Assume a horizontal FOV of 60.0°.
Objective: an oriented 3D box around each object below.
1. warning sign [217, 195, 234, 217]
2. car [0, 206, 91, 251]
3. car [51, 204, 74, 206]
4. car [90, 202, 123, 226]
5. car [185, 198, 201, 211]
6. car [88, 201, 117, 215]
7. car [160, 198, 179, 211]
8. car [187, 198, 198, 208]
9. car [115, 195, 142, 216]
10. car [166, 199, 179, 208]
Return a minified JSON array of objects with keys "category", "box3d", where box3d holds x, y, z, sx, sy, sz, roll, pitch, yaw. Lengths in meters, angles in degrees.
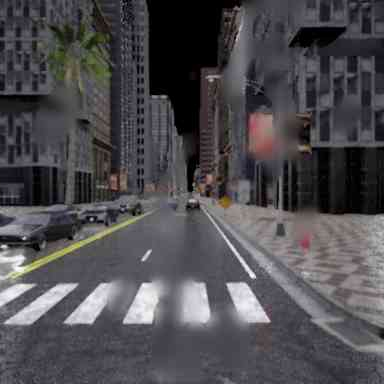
[{"category":"warning sign","box3d":[2.874,1.179,28.392,1.300,1.860,1.060,1,0,0]},{"category":"car","box3d":[-6.568,1.579,14.590,2.033,1.411,5.357,0,0,4]},{"category":"car","box3d":[-9.834,1.622,25.059,2.033,1.411,5.357,0,0,0]},{"category":"car","box3d":[-6.581,1.627,23.832,1.994,1.385,4.181,0,0,0]},{"category":"car","box3d":[0.124,1.659,44.619,1.882,1.535,5.008,0,0,0]},{"category":"car","box3d":[-9.816,1.742,36.929,1.895,1.301,4.718,0,0,0]},{"category":"car","box3d":[-3.127,1.539,44.533,2.097,1.767,4.553,0,0,0]},{"category":"car","box3d":[0.102,1.799,54.960,1.812,1.442,4.674,0,-1,0]},{"category":"car","box3d":[-6.570,1.341,34.527,2.150,2.045,5.566,0,0,0]},{"category":"car","box3d":[-3.159,1.842,54.735,1.994,1.385,4.181,0,-1,0]}]
